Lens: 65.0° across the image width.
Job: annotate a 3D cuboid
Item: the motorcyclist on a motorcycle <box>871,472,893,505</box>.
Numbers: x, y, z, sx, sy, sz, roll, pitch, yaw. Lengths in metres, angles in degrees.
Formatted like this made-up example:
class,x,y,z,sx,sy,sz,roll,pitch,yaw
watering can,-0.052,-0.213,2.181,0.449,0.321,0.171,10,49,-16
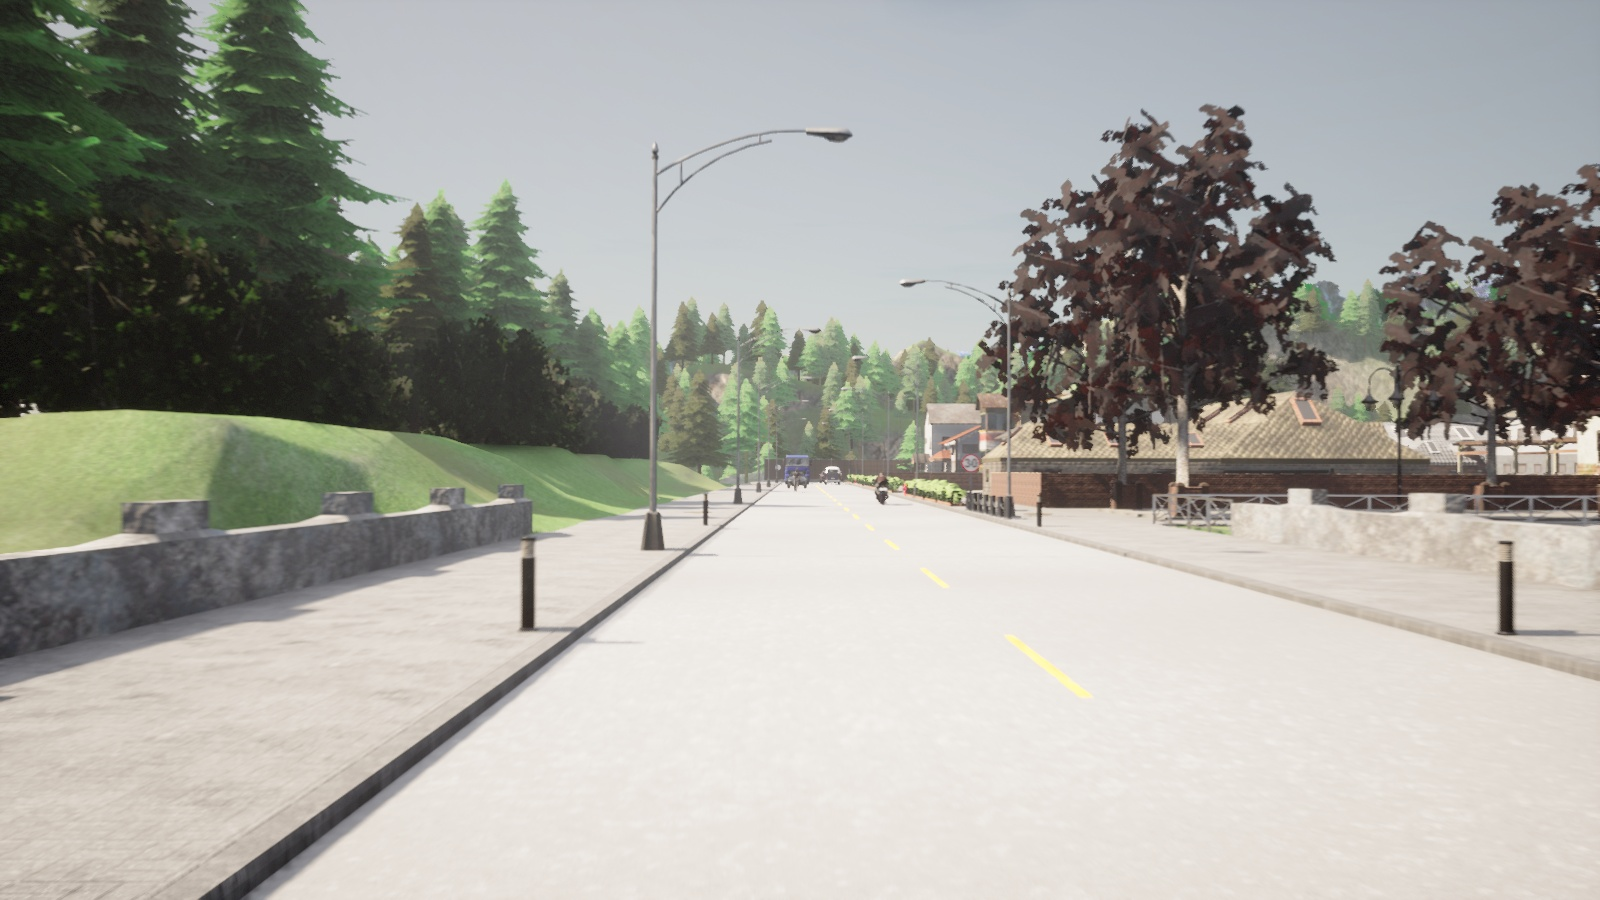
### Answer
class,x,y,z,sx,sy,sz,roll,pitch,yaw
motorcyclist on a motorcycle,3.856,1.825,59.382,0.866,1.530,2.191,0,-1,0
